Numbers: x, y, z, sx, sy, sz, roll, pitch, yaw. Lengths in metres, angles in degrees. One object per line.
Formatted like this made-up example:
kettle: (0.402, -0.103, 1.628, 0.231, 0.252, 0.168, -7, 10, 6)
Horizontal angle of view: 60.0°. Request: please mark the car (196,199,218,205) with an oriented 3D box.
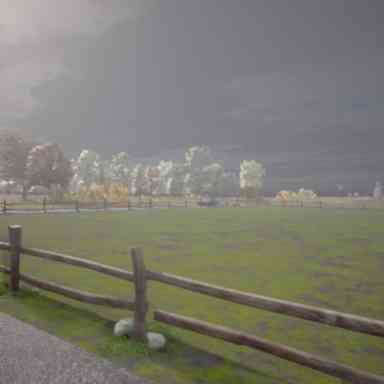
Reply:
car: (2.976, 1.997, 64.295, 2.033, 1.411, 5.357, 0, -1, 40)
